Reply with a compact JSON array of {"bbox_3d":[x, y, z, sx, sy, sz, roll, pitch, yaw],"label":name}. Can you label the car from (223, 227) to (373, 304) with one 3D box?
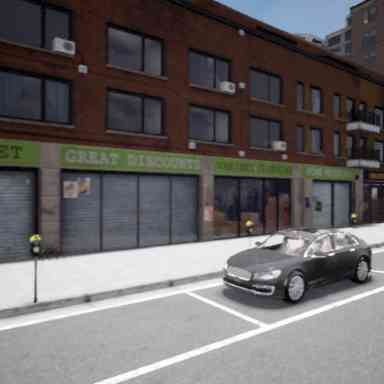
[{"bbox_3d":[2.720,1.577,8.127,4.403,1.369,2.008,0,0,-35],"label":"car"}]
